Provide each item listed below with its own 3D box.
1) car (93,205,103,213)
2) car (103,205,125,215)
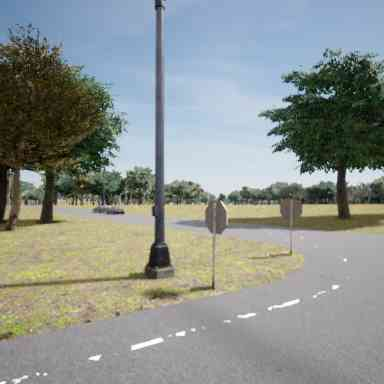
[{"bbox_3d":[-16.637,3.169,61.205,2.033,1.411,5.357,2,-2,-33],"label":"car"},{"bbox_3d":[-12.789,3.072,55.455,1.994,1.385,4.181,2,-2,-33],"label":"car"}]
